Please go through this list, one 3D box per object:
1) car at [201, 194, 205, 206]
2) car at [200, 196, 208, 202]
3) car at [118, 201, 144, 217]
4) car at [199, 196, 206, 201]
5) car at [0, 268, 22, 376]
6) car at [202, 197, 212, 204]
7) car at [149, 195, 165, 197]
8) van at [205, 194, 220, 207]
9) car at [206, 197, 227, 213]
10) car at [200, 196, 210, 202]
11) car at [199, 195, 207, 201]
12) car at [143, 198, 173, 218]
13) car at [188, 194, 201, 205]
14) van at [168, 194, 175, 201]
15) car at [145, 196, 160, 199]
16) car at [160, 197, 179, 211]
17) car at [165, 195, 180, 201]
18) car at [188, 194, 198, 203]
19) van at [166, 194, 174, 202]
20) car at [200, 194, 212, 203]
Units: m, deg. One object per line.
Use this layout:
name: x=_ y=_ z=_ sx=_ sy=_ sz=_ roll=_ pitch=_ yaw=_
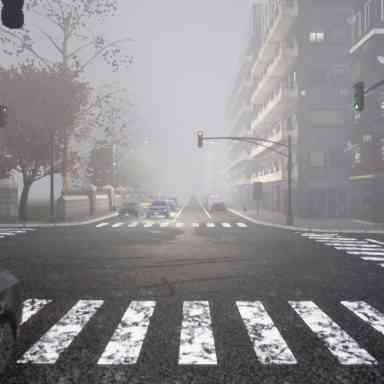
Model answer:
car: x=2.869 y=1.479 z=53.422 sx=1.967 sy=1.590 sz=4.097 roll=0 pitch=0 yaw=0
car: x=2.961 y=1.634 z=81.572 sx=1.887 sy=1.381 sz=4.507 roll=0 pitch=0 yaw=0
car: x=-5.585 y=1.579 z=30.928 sx=1.947 sy=1.339 sz=4.313 roll=0 pitch=0 yaw=0
car: x=2.998 y=1.699 z=92.832 sx=1.802 sy=1.307 sz=4.206 roll=0 pitch=0 yaw=0
car: x=-3.114 y=1.488 z=2.531 sx=2.128 sy=1.511 sz=4.902 roll=0 pitch=0 yaw=-3
car: x=2.906 y=1.602 z=64.681 sx=1.887 sy=1.381 sz=4.507 roll=0 pitch=0 yaw=0
car: x=-5.529 y=1.346 z=47.819 sx=2.192 sy=1.841 sz=5.009 roll=0 pitch=0 yaw=0
van: x=2.833 y=1.365 z=42.161 sx=1.690 sy=1.788 sz=3.998 roll=0 pitch=0 yaw=0
car: x=2.813 y=1.563 z=36.530 sx=1.887 sy=1.381 sz=4.507 roll=0 pitch=0 yaw=0
car: x=2.943 y=1.628 z=75.942 sx=2.008 sy=1.369 sz=4.403 roll=0 pitch=0 yaw=0
car: x=2.980 y=1.543 z=87.201 sx=1.967 sy=1.590 sz=4.097 roll=0 pitch=0 yaw=0
car: x=-2.993 y=1.539 z=30.321 sx=1.812 sy=1.442 sz=4.674 roll=0 pitch=0 yaw=0
car: x=0.303 y=1.577 z=61.343 sx=1.812 sy=1.442 sz=4.674 roll=0 pitch=0 yaw=0
van: x=-5.400 y=1.444 z=87.229 sx=1.690 sy=1.788 sz=3.998 roll=0 pitch=0 yaw=0
car: x=-5.548 y=1.549 z=42.019 sx=1.752 sy=1.417 sz=4.829 roll=0 pitch=0 yaw=0
car: x=-2.960 y=1.623 z=40.245 sx=1.895 sy=1.301 sz=4.718 roll=0 pitch=0 yaw=0
car: x=-2.910 y=1.540 z=50.436 sx=1.837 sy=1.490 sz=4.892 roll=0 pitch=0 yaw=0
car: x=0.246 y=1.424 z=71.423 sx=2.097 sy=1.767 sz=4.553 roll=0 pitch=0 yaw=0
van: x=-5.419 y=1.431 z=81.600 sx=1.690 sy=1.788 sz=3.998 roll=0 pitch=0 yaw=0
car: x=2.925 y=1.382 z=70.312 sx=2.192 sy=1.841 sz=5.009 roll=0 pitch=0 yaw=0
